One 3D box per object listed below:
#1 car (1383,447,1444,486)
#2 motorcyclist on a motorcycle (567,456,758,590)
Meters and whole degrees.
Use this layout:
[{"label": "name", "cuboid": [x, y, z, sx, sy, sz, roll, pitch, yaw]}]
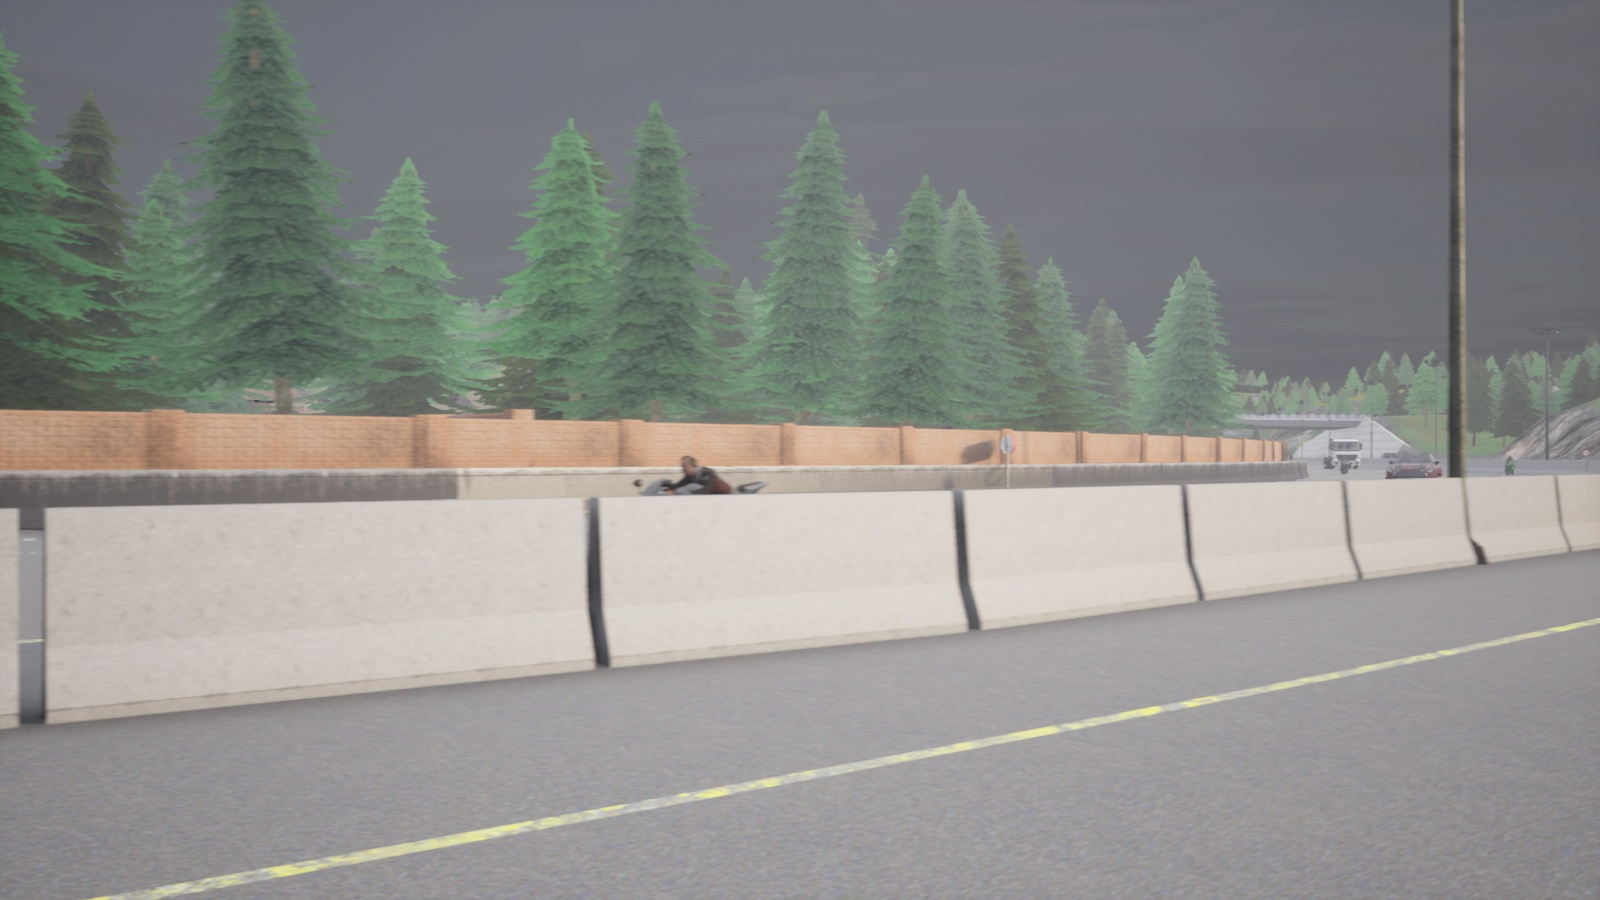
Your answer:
[{"label": "car", "cuboid": [28.916, 0.761, 59.161, 2.097, 1.767, 4.553, 0, 0, 32]}, {"label": "motorcyclist on a motorcycle", "cuboid": [-1.668, 0.852, 15.448, 2.191, 1.530, 0.866, 0, -1, -37]}]
